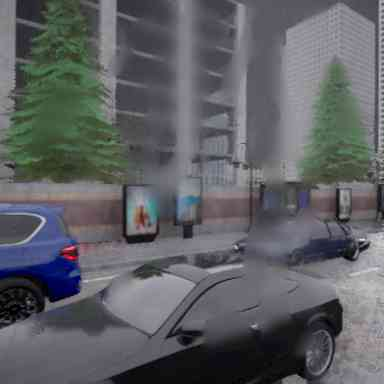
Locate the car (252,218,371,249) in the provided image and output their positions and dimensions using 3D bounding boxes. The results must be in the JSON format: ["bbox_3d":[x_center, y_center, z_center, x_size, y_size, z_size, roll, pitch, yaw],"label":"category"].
[{"bbox_3d":[3.794,1.584,10.997,5.357,1.411,2.033,0,0,-35],"label":"car"}]

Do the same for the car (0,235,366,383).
[{"bbox_3d":[-0.034,1.534,3.965,4.674,1.442,1.812,0,0,-35],"label":"car"}]

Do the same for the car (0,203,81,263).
[{"bbox_3d":[-4.555,1.219,5.043,5.566,2.045,2.150,0,0,-35],"label":"car"}]
